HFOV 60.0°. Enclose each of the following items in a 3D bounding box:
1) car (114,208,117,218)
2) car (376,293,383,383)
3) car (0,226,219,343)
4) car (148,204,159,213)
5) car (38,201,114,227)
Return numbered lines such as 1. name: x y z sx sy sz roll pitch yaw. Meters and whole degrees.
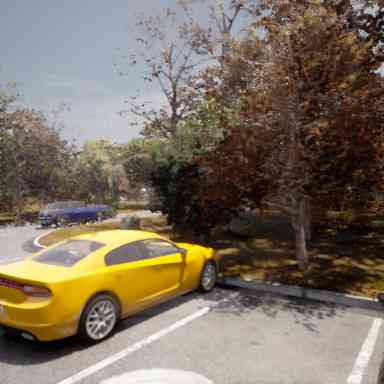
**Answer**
1. car: -8.463 1.715 28.507 1.994 1.385 4.181 -4 -1 34
2. car: 3.231 1.474 3.516 2.097 1.535 5.008 -1 0 36
3. car: -1.304 1.520 6.747 2.097 1.535 5.008 -1 0 36
4. car: -2.679 1.531 36.602 1.895 1.301 4.718 -4 -1 36
5. car: -8.154 1.399 23.116 2.097 1.767 4.553 -4 -1 37
